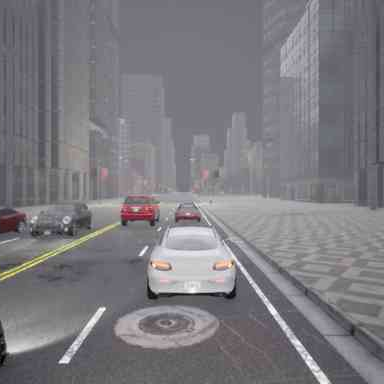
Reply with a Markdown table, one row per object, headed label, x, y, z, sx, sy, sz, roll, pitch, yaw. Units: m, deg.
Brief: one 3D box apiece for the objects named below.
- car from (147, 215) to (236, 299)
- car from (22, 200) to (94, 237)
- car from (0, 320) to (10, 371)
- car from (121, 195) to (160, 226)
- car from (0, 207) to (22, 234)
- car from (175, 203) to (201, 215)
| label | x | y | z | sx | sy | sz | roll | pitch | yaw |
| --- | --- | --- | --- | --- | --- | --- | --- | --- | --- |
| car | -0.031 | 1.523 | 8.318 | 1.812 | 1.442 | 4.674 | 0 | 0 | -1 |
| car | -6.896 | 1.346 | 18.016 | 2.097 | 1.767 | 4.553 | 0 | 0 | -1 |
| car | -3.181 | 1.563 | 2.324 | 1.994 | 1.385 | 4.181 | 0 | 0 | -1 |
| car | -3.535 | 1.213 | 23.402 | 2.150 | 2.045 | 5.566 | 0 | 0 | -1 |
| car | -10.119 | 1.472 | 16.528 | 1.882 | 1.535 | 5.008 | 0 | 0 | -1 |
| car | -0.332 | 1.552 | 26.123 | 1.994 | 1.385 | 4.181 | 0 | 0 | -1 |
